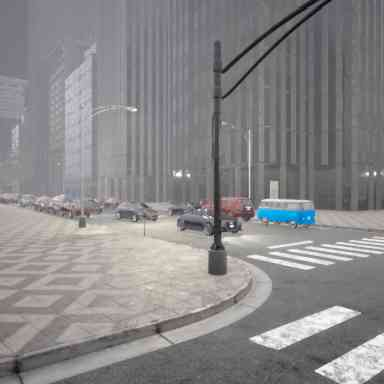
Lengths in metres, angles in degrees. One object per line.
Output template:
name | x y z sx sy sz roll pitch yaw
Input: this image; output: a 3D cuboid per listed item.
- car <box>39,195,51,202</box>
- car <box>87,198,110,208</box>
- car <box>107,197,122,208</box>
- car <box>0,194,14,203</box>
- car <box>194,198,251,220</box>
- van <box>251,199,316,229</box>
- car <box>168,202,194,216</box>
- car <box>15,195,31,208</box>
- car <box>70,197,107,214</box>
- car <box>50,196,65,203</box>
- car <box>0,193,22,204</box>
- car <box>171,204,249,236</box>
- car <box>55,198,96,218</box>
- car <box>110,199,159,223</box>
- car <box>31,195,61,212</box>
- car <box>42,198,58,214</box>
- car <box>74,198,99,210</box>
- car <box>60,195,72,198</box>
car | -33.981 1.482 76.733 1.752 1.417 4.829 0 0 -35
car | -13.884 1.602 49.254 1.802 1.307 4.206 0 0 -36
car | -10.552 1.464 44.701 1.967 1.590 4.097 0 0 -36
car | -37.428 1.286 66.995 2.192 1.841 5.009 0 0 -36
car | 2.769 1.352 26.495 2.192 1.841 5.009 0 0 -36
van | 6.100 1.379 21.943 1.690 1.788 3.998 0 0 -36
car | -0.561 1.599 31.047 1.947 1.339 4.313 0 0 -36
car | -24.108 1.562 48.789 2.008 1.369 4.403 0 0 -36
car | -11.119 1.531 35.404 1.837 1.490 4.892 0 0 -36
car | -27.305 1.512 67.599 1.752 1.417 4.829 0 0 -36
car | -34.097 1.299 62.443 2.192 1.841 5.009 0 0 -36
car | 0.903 1.600 18.956 1.994 1.385 4.181 0 0 -36
car | -10.787 1.572 30.584 1.887 1.381 4.507 0 0 -36
car | -4.424 1.538 26.237 1.837 1.490 4.892 0 0 -36
car | -17.448 1.461 39.687 1.967 1.590 4.097 0 0 -36
car | -14.117 1.606 35.135 1.802 1.307 4.206 0 0 -36
car | -14.425 1.547 45.241 1.812 1.442 4.674 0 0 -36
car | -20.436 1.576 53.368 1.994 1.385 4.181 0 0 -36
